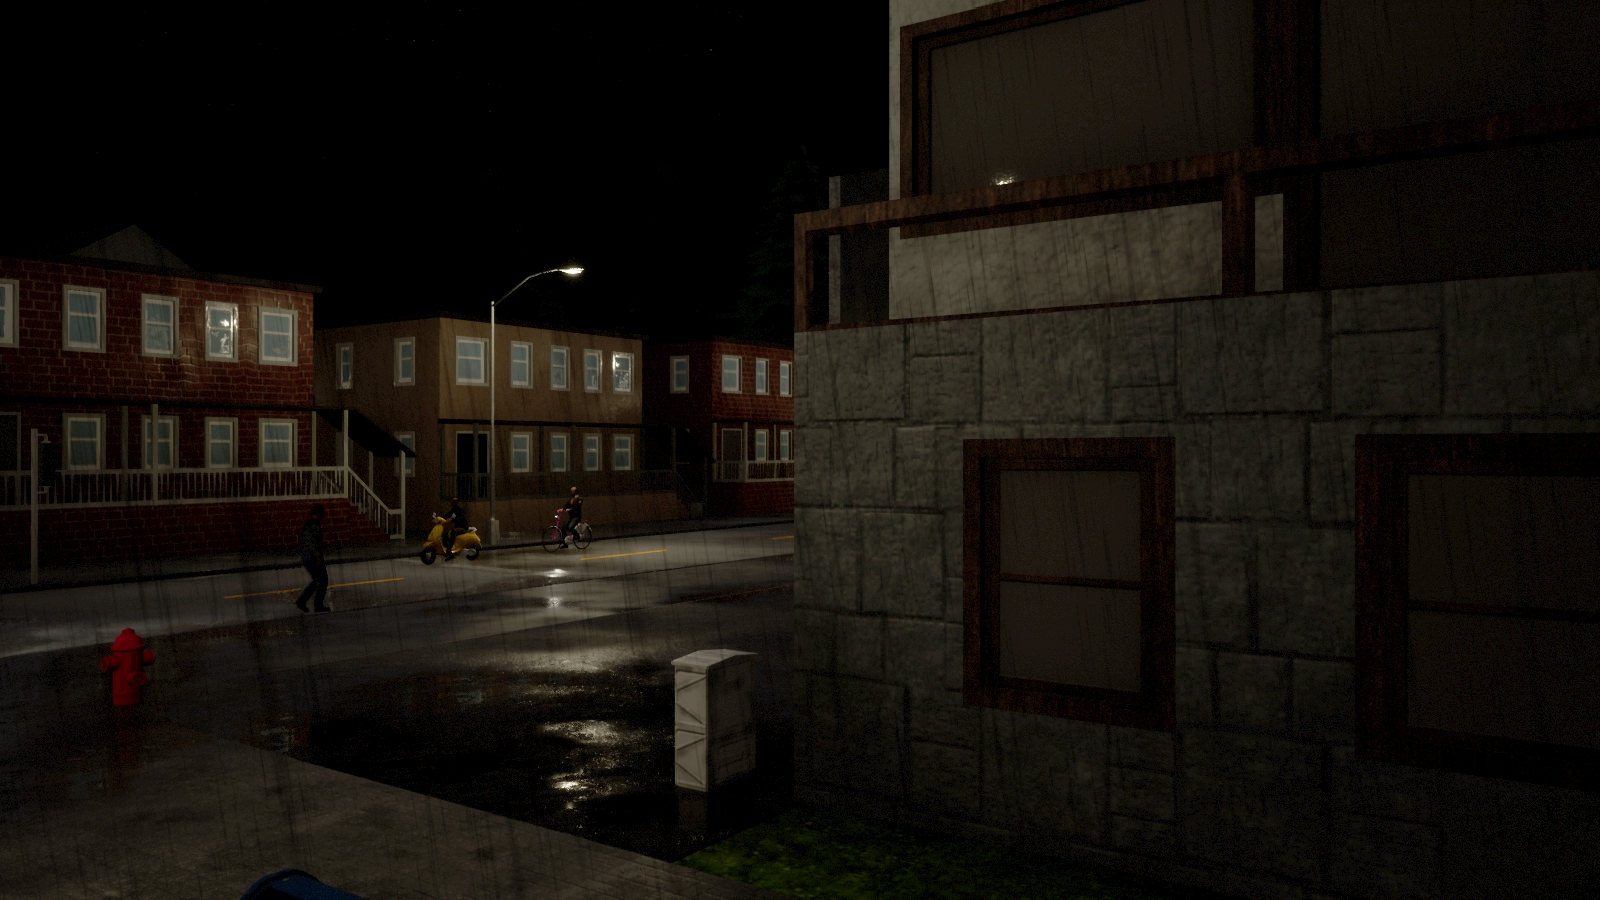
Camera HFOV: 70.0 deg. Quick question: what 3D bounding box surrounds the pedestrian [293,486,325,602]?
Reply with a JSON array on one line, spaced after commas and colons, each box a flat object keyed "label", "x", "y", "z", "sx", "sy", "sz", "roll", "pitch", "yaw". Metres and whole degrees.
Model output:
[{"label": "pedestrian", "x": -8.002, "y": 1.519, "z": 18.637, "sx": 0.375, "sy": 1.860, "sz": 0.375, "roll": 0, "pitch": 0, "yaw": -43}]

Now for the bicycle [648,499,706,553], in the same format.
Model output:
[{"label": "bicycle", "x": -3.119, "y": 1.932, "z": 29.174, "sx": 0.329, "sy": 1.271, "sz": 1.835, "roll": 0, "pitch": 0, "yaw": 35}]
